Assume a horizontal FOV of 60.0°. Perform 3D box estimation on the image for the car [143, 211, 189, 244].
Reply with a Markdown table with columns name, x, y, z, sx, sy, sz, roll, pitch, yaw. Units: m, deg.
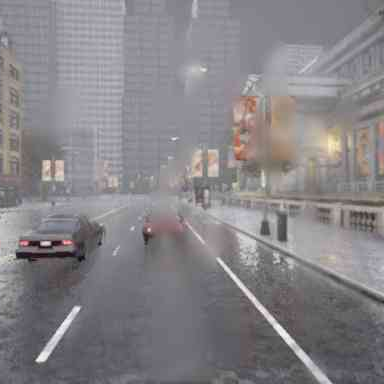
| name | x | y | z | sx | sy | sz | roll | pitch | yaw |
| --- | --- | --- | --- | --- | --- | --- | --- | --- | --- |
| car | -1.275 | 1.544 | 15.661 | 1.895 | 1.301 | 4.718 | 0 | 0 | -6 |

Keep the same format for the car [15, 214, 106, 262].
| name | x | y | z | sx | sy | sz | roll | pitch | yaw |
| --- | --- | --- | --- | --- | --- | --- | --- | --- | --- |
| car | -4.442 | 1.518 | 12.046 | 2.033 | 1.411 | 5.357 | 0 | 0 | -5 |
